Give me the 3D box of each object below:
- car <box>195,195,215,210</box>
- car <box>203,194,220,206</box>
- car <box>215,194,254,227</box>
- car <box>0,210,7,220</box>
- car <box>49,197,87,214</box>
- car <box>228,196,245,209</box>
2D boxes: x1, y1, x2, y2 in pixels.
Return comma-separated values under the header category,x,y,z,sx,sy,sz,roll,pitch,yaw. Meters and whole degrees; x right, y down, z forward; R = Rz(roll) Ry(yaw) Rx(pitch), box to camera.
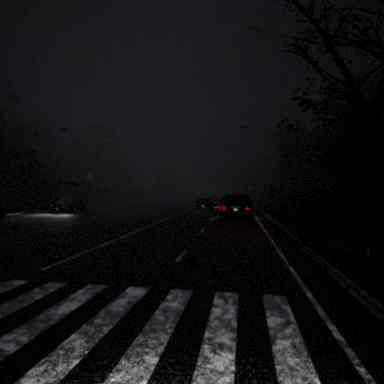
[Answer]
category,x,y,z,sx,sy,sz,roll,pitch,yaw
car,1.540,1.261,38.358,1.837,1.490,4.892,1,1,8
car,2.945,1.162,49.012,2.128,1.511,4.902,1,1,8
car,3.028,1.143,22.752,2.150,2.045,5.566,1,1,8
car,-13.259,1.368,19.532,1.895,1.301,4.718,1,0,8
car,-11.606,1.199,31.617,1.812,1.442,4.674,1,1,8
car,5.740,1.306,43.054,2.033,1.411,5.357,1,1,8
